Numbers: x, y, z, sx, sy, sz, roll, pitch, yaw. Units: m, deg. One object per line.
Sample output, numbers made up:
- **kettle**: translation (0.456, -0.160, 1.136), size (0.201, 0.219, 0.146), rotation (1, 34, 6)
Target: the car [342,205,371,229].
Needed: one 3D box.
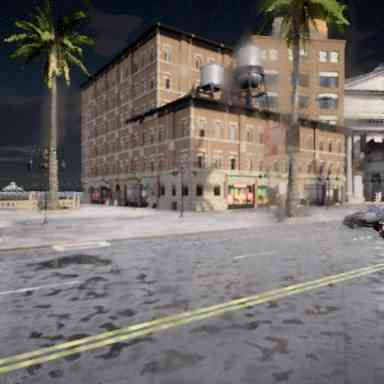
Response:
- **car**: translation (11.553, 1.532, 20.562), size (5.357, 1.411, 2.033), rotation (0, 0, -35)

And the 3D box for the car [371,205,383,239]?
- **car**: translation (10.881, 1.341, 15.840), size (4.553, 1.767, 2.097), rotation (0, 0, -35)
